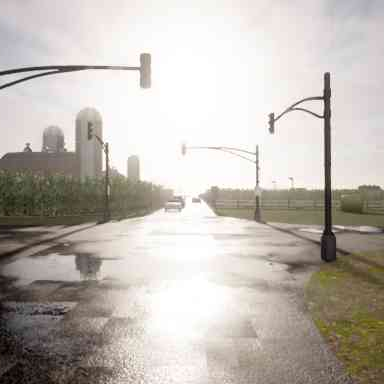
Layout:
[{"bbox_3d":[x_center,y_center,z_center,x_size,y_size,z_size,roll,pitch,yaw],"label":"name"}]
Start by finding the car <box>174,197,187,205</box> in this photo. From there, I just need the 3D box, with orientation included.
[{"bbox_3d":[-2.003,1.621,60.134,2.033,1.411,5.357,0,0,1],"label":"car"}]

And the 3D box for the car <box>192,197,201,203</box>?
[{"bbox_3d":[0.982,1.705,73.140,1.895,1.301,4.718,0,0,1],"label":"car"}]

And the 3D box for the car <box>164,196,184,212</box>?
[{"bbox_3d":[-2.232,1.565,40.126,1.812,1.442,4.674,0,0,1],"label":"car"}]

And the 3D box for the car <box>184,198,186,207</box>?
[{"bbox_3d":[-2.129,1.406,49.953,2.097,1.767,4.553,0,0,1],"label":"car"}]
